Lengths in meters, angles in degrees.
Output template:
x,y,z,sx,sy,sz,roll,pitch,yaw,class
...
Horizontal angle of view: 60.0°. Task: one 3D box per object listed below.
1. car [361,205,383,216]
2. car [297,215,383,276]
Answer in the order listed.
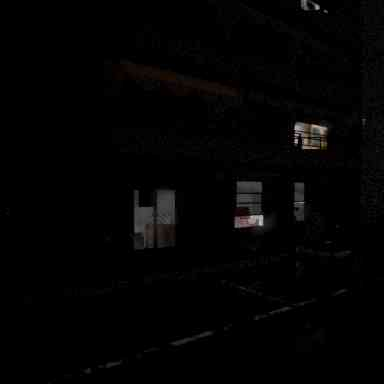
x,y,z,sx,sy,sz,roll,pitch,yaw,class
16.822,1.888,32.091,1.895,1.301,4.718,0,-1,-36,car
5.042,1.582,10.230,4.206,1.307,1.802,0,0,-36,car
